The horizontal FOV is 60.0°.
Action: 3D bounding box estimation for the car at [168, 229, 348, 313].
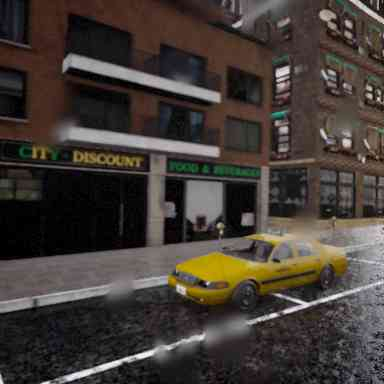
[{"bbox_3d":[1.763,1.586,7.799,4.829,1.417,1.752,1,1,-35],"label":"car"}]
